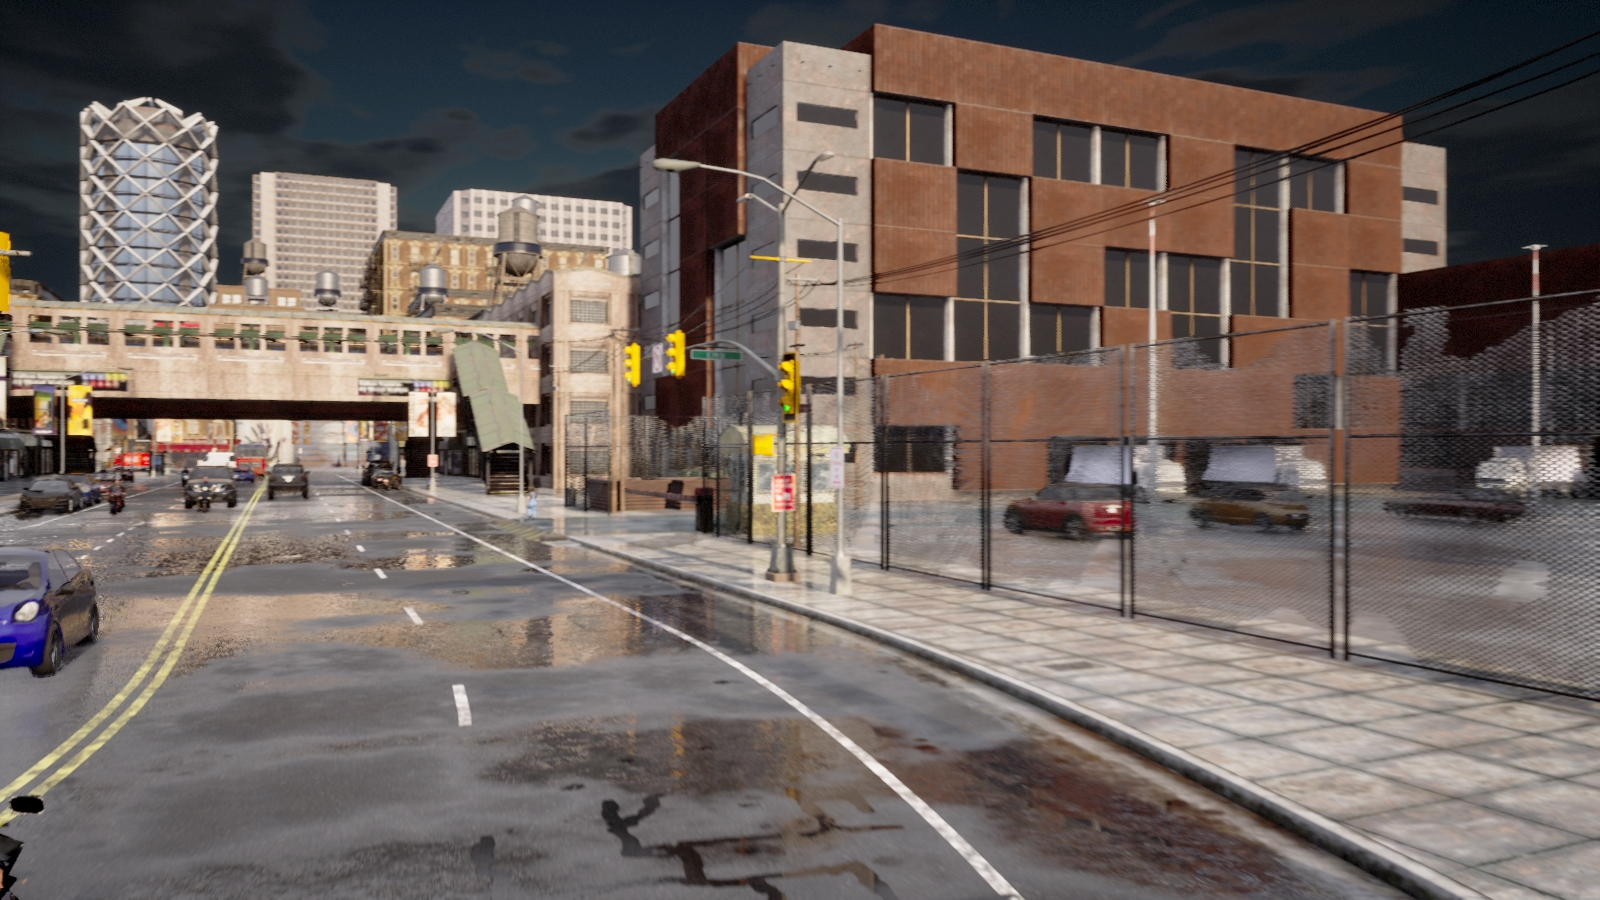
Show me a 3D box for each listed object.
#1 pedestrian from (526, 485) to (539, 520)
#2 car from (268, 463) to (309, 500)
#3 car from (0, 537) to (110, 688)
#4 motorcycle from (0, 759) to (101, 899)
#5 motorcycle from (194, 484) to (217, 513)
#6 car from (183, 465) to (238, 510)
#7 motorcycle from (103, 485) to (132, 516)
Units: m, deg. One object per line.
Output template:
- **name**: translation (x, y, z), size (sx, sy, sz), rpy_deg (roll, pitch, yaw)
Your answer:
- **pedestrian**: translation (-10.166, 1.985, 43.414), size (0.375, 1.300, 0.375), rpy_deg (0, 0, -27)
- **car**: translation (-30.464, 1.806, 68.017), size (2.150, 2.045, 5.566), rpy_deg (0, 0, -24)
- **car**: translation (-10.436, 2.047, 14.962), size (1.845, 1.501, 3.633), rpy_deg (0, 0, -22)
- **motorcycle**: translation (-3.864, 2.208, 4.692), size (0.867, 1.251, 2.209), rpy_deg (0, 0, -7)
- **motorcycle**: translation (-27.118, 2.206, 52.127), size (0.856, 1.236, 1.805), rpy_deg (0, 0, -24)
- **car**: translation (-29.371, 1.806, 57.103), size (2.150, 2.045, 5.566), rpy_deg (0, 0, -24)
- **motorcycle**: translation (-30.391, 2.232, 50.869), size (0.867, 1.251, 2.209), rpy_deg (0, 0, -24)
